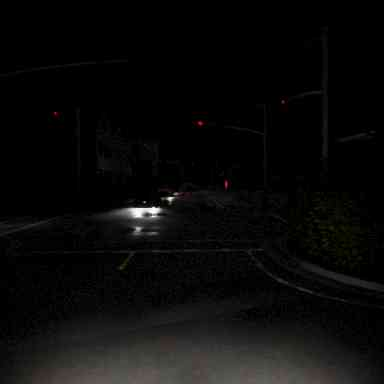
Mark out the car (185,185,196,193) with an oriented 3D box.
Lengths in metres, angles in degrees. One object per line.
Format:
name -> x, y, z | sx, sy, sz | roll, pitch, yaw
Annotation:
car -> -0.178, -0.569, 58.719 | 1.812, 1.442, 4.674 | -1, 2, 0

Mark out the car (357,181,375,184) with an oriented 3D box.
car -> 19.011, -0.182, 34.243 | 1.905, 1.878, 3.866 | -1, 2, 0

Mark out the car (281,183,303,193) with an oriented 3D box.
car -> 15.262, -0.540, 52.100 | 2.007, 1.523, 4.514 | -1, 2, 0

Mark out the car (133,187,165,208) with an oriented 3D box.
car -> -3.737, 0.555, 28.452 | 1.994, 1.385, 4.181 | -1, 2, 1

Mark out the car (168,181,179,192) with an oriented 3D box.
car -> -3.694, -1.003, 63.407 | 2.150, 2.045, 5.566 | -1, 2, 0

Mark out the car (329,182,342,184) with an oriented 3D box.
car -> 25.299, -1.048, 59.514 | 2.152, 1.636, 5.027 | -1, 2, 0

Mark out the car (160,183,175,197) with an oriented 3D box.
car -> -3.739, -0.148, 46.258 | 1.882, 1.535, 5.008 | -1, 2, 0

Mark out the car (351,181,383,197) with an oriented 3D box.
car -> 22.255, -0.469, 42.124 | 1.932, 1.855, 4.605 | -1, 2, 0
